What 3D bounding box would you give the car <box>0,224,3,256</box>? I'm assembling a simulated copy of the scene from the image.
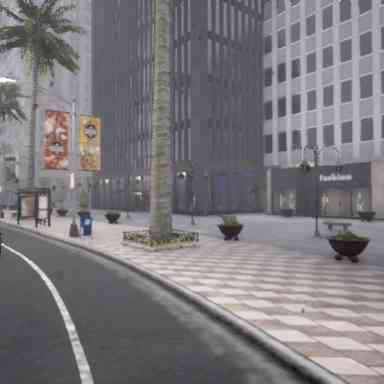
[{"bbox_3d":[-9.081,1.449,13.195,2.150,2.045,5.566,0,-1,-38],"label":"car"}]
